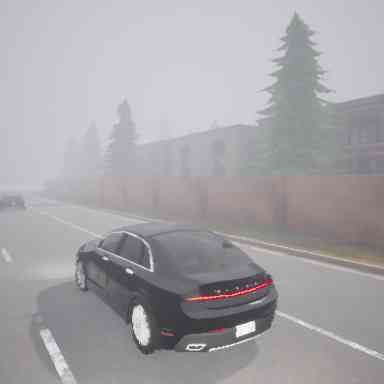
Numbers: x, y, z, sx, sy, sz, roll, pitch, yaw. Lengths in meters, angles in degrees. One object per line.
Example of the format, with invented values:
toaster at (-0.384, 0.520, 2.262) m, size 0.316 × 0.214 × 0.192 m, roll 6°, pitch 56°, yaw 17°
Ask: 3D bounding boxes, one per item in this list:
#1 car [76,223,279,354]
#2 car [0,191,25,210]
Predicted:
car at (-0.687, 1.327, 6.024) m, size 1.837 × 1.490 × 4.892 m, roll -1°, pitch 2°, yaw -34°
car at (-15.265, 0.667, 27.957) m, size 1.812 × 1.442 × 4.674 m, roll -1°, pitch 2°, yaw -34°
